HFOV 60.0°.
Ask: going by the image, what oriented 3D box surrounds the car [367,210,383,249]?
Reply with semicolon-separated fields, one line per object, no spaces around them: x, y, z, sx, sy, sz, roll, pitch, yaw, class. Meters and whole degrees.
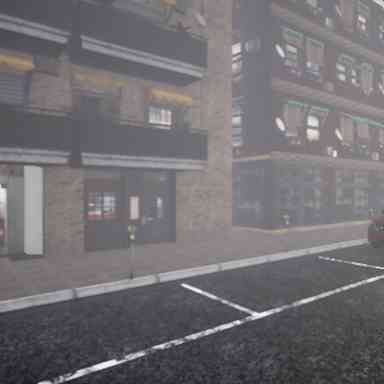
8.847;1.218;12.873;5.009;1.841;2.192;0;1;-36;car
